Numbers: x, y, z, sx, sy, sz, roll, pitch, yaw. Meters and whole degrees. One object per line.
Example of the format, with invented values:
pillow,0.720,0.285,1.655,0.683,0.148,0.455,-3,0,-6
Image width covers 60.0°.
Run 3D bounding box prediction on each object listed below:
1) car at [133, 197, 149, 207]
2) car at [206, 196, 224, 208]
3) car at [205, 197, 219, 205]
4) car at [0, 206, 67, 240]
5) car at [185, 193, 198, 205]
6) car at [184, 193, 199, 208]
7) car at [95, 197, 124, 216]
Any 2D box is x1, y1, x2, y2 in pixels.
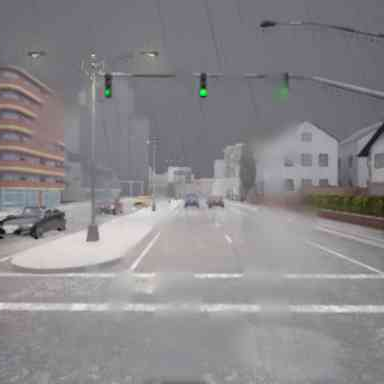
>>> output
car,-8.038,1.488,52.824,1.882,1.535,5.008,0,0,0
car,3.473,1.361,48.449,2.097,1.767,4.553,0,0,0
car,3.467,1.558,58.479,2.033,1.411,5.357,0,0,0
car,-8.109,1.493,17.252,2.128,1.511,4.902,0,0,0
car,-0.033,1.232,58.507,2.150,2.045,5.566,0,0,0
car,-0.027,1.361,48.447,2.097,1.767,4.553,0,0,0
car,-8.113,1.358,32.529,2.097,1.767,4.553,0,0,0
